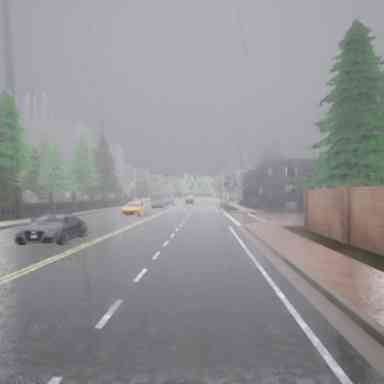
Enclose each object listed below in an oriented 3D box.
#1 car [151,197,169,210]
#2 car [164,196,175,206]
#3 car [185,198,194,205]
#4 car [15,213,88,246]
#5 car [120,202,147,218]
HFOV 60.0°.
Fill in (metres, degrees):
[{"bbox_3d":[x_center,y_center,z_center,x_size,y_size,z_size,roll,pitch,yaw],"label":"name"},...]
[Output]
[{"bbox_3d":[-5.121,1.926,51.109,1.837,1.490,4.892,0,-1,2],"label":"car"},{"bbox_3d":[-4.407,2.050,66.927,1.837,1.490,4.892,0,0,3],"label":"car"},{"bbox_3d":[-0.510,2.111,76.540,1.882,1.535,5.008,0,0,2],"label":"car"},{"bbox_3d":[-6.531,1.692,15.887,1.994,1.385,4.181,0,0,2],"label":"car"},{"bbox_3d":[-5.825,1.753,33.604,1.882,1.535,5.008,0,0,2],"label":"car"}]
